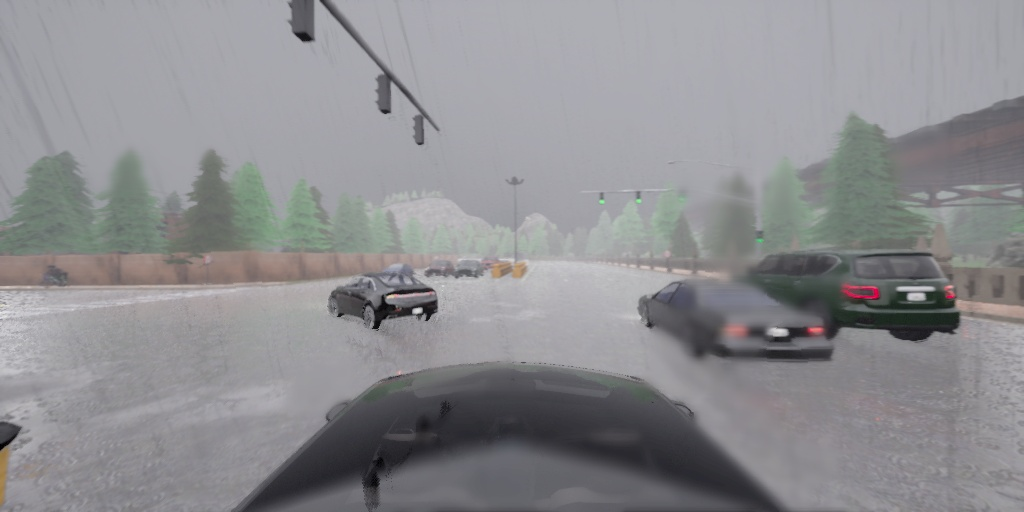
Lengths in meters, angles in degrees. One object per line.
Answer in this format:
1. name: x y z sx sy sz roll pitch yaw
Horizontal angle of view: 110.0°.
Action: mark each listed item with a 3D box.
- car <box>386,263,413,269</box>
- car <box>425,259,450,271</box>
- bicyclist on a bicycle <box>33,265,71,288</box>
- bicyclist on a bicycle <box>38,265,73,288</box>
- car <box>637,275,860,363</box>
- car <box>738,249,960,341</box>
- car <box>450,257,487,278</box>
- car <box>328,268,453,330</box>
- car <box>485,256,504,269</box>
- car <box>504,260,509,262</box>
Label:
1. car: -11.031 1.438 34.881 1.812 1.442 4.674 -1 0 5
2. car: -7.331 1.217 36.924 2.097 1.767 4.553 -1 0 5
3. bicyclist on a bicycle: -34.126 1.507 26.624 1.656 1.620 0.582 -1 0 -18
4. bicyclist on a bicycle: -33.242 1.495 26.188 1.656 1.620 0.582 -1 0 -25
5. car: 4.371 1.244 8.112 2.033 1.411 5.357 -1 0 5
6. car: 8.009 0.873 9.569 2.150 2.045 5.566 -1 0 5
7. car: -4.049 1.176 34.364 2.097 1.767 4.553 -1 0 5
8. car: -4.266 1.302 11.482 2.128 1.511 4.902 0 0 -44
9. car: -2.843 1.034 47.891 2.150 2.045 5.566 -1 0 5
10. car: -1.395 1.365 63.735 1.994 1.385 4.181 -1 0 6
